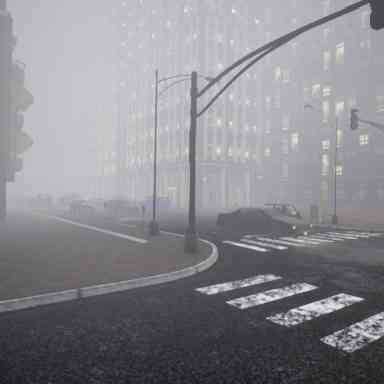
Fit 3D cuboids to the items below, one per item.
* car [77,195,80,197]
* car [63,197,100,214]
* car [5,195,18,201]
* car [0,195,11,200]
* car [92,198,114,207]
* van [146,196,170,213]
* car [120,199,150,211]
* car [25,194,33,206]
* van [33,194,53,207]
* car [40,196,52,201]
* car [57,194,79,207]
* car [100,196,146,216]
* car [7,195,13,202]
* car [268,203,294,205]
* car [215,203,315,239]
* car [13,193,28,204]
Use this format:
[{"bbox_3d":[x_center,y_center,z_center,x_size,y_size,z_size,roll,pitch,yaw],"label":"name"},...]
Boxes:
[{"bbox_3d":[-14.463,1.519,47.811,2.033,1.411,5.357,1,-1,-35],"label":"car"},{"bbox_3d":[-10.905,1.427,32.887,2.008,1.369,4.403,1,-1,-35],"label":"car"},{"bbox_3d":[-40.331,1.378,74.342,2.008,1.369,4.403,1,-1,-35],"label":"car"},{"bbox_3d":[-46.775,1.365,83.417,1.752,1.417,4.829,1,-1,-35],"label":"car"},{"bbox_3d":[-13.882,1.587,51.555,1.947,1.339,4.313,1,-1,-35],"label":"car"},{"bbox_3d":[-4.069,1.382,37.739,1.690,1.788,3.998,1,-1,-35],"label":"van"},{"bbox_3d":[-7.342,1.584,42.343,2.008,1.369,4.403,1,-1,-35],"label":"car"},{"bbox_3d":[-23.984,1.432,51.311,1.802,1.307,4.206,1,-1,-35],"label":"car"},{"bbox_3d":[-20.710,1.197,46.707,1.690,1.788,3.998,1,-1,-35],"label":"van"},{"bbox_3d":[-36.770,1.571,83.797,1.802,1.307,4.206,1,-1,-35],"label":"car"},{"bbox_3d":[-17.581,1.416,46.884,1.837,1.490,4.892,1,-1,-35],"label":"car"},{"bbox_3d":[-6.592,1.410,31.296,1.882,1.535,5.008,1,-1,-35],"label":"car"},{"bbox_3d":[-37.062,1.397,69.735,1.947,1.339,4.313,1,-1,-35],"label":"car"},{"bbox_3d":[5.739,1.505,23.920,1.967,1.590,4.097,1,-1,-35],"label":"car"},{"bbox_3d":[3.560,1.510,17.389,2.033,1.411,5.357,1,-1,-39],"label":"car"},{"bbox_3d":[-30.519,1.155,60.526,2.192,1.841,5.009,1,-1,-35],"label":"car"}]
